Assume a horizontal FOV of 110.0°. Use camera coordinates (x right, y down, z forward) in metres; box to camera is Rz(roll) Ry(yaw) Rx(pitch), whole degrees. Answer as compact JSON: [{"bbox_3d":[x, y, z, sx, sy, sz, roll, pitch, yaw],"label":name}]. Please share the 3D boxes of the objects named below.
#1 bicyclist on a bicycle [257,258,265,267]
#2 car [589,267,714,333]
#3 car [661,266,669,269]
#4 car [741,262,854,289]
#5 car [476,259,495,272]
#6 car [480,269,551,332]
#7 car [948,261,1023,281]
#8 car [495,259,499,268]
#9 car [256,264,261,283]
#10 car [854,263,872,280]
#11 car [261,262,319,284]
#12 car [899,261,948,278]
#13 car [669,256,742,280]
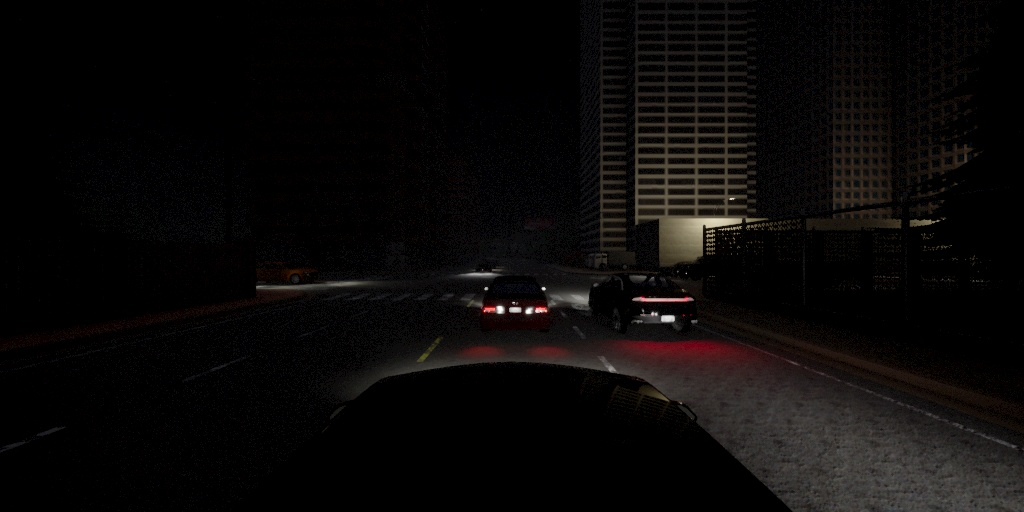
[{"bbox_3d":[-26.482,0.995,37.788,0.582,1.620,1.656,0,0,10],"label":"bicyclist on a bicycle"},{"bbox_3d":[3.611,1.241,10.721,2.128,1.511,4.902,0,0,0],"label":"car"},{"bbox_3d":[15.892,1.199,32.713,4.892,1.490,1.837,0,0,0],"label":"car"},{"bbox_3d":[17.443,1.186,22.113,4.902,1.511,2.128,0,0,1],"label":"car"},{"bbox_3d":[-3.517,1.351,45.523,1.895,1.301,4.718,0,0,0],"label":"car"},{"bbox_3d":[0.090,1.297,10.829,2.033,1.411,5.357,0,0,0],"label":"car"},{"bbox_3d":[39.274,1.200,29.220,4.892,1.490,1.837,0,0,0],"label":"car"},{"bbox_3d":[-3.523,1.228,56.008,1.882,1.535,5.008,0,0,0],"label":"car"},{"bbox_3d":[-18.706,1.047,22.199,4.553,1.767,2.097,0,0,3],"label":"car"},{"bbox_3d":[26.261,1.172,29.219,5.008,1.535,1.882,0,0,0],"label":"car"},{"bbox_3d":[-16.461,1.172,25.545,5.008,1.535,1.882,0,0,1],"label":"car"},{"bbox_3d":[38.372,1.198,32.720,4.892,1.490,1.837,0,0,0],"label":"car"},{"bbox_3d":[16.274,0.917,29.212,5.566,2.045,2.150,0,0,0],"label":"car"}]
